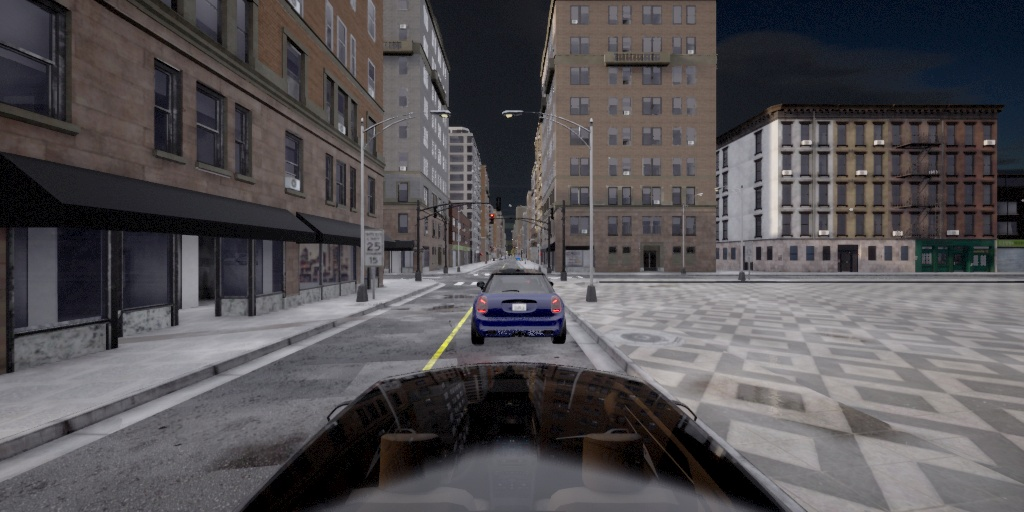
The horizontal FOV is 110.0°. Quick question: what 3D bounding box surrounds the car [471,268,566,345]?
[{"bbox_3d":[0.100,1.102,9.706,2.097,1.767,4.553,0,0,-1],"label":"car"}]
